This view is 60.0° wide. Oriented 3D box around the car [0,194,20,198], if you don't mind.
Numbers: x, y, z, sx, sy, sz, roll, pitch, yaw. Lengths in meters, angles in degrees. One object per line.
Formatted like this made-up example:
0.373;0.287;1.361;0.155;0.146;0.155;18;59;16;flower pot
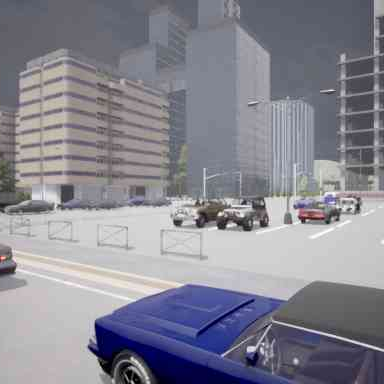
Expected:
-20.232;1.222;34.003;2.150;2.045;5.566;0;0;34;car

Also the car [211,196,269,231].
3.042;1.156;19.256;1.905;1.878;3.866;0;0;34;car

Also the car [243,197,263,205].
11.381;1.601;61.926;1.895;1.301;4.718;0;0;35;car

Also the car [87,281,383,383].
1.154;1.601;3.167;4.718;1.301;1.895;0;0;35;car

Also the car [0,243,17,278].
-6.692;1.547;8.682;5.357;1.411;2.033;0;0;35;car

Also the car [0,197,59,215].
-16.284;1.526;33.566;1.812;1.442;4.674;0;0;34;car

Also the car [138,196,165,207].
-5.162;1.547;50.154;2.033;1.411;5.357;0;0;34;car

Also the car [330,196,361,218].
15.066;1.395;32.211;1.970;1.475;3.806;0;0;34;car

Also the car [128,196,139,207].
-8.846;1.352;50.909;2.097;1.767;4.553;0;0;35;car

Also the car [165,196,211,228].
0.675;1.153;20.922;1.932;1.855;4.605;0;0;34;car

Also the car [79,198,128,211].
-10.954;1.547;41.538;2.033;1.411;5.357;0;0;34;car

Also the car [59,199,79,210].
-14.522;1.547;42.513;2.033;1.411;5.357;0;0;34;car
